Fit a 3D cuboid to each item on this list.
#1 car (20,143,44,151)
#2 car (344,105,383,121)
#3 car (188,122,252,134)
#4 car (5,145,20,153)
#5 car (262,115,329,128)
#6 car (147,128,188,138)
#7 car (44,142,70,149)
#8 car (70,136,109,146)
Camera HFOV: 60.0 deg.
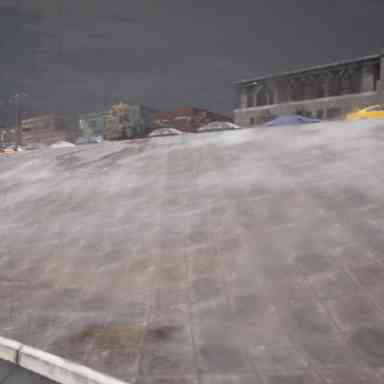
[{"bbox_3d":[-19.456,-5.483,42.480,4.553,1.767,2.185,2,2,37],"label":"car"},{"bbox_3d":[11.575,-4.308,19.345,5.008,1.535,2.097,2,2,35],"label":"car"},{"bbox_3d":[2.540,-4.648,25.777,4.892,1.521,2.231,2,2,37],"label":"car"},{"bbox_3d":[-23.850,-5.617,45.820,4.553,1.767,2.185,2,2,37],"label":"car"},{"bbox_3d":[7.022,-4.440,22.514,4.674,1.452,2.002,2,2,36],"label":"car"},{"bbox_3d":[-1.858,-4.800,29.109,4.892,1.521,2.231,2,2,37],"label":"car"},{"bbox_3d":[-14.939,-5.175,39.051,4.674,1.452,2.002,2,2,37],"label":"car"},{"bbox_3d":[-10.566,-5.203,35.724,4.553,1.767,2.185,2,2,37],"label":"car"}]
